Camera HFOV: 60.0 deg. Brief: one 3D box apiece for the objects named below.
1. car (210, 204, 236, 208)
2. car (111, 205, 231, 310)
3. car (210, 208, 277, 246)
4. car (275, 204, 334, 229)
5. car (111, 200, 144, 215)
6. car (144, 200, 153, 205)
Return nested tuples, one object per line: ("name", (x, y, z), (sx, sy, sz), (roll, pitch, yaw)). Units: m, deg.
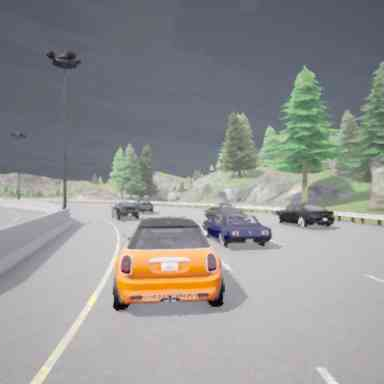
("car", (2.464, 1.626, 26.487), (1.994, 1.385, 4.181), (0, 0, -18))
("car", (-0.625, 1.377, 8.137), (2.097, 1.767, 4.553), (0, 0, -6))
("car", (1.847, 1.635, 15.145), (1.895, 1.301, 4.718), (0, 0, -11))
("car", (7.362, 1.510, 22.337), (1.882, 1.535, 5.008), (0, 0, -14))
("car", (-5.952, 1.607, 29.269), (1.837, 1.490, 4.892), (0, 0, -22))
("car", (-5.783, 1.615, 37.233), (2.128, 1.511, 4.902), (0, 0, -26))
